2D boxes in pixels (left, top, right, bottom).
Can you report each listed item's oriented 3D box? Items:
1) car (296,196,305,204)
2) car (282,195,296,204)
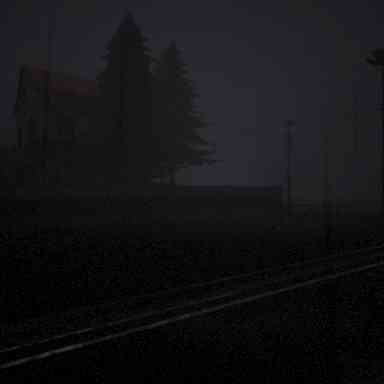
[{"bbox_3d":[16.307,1.212,54.298,1.994,1.385,4.181,-1,0,-36],"label":"car"},{"bbox_3d":[13.362,1.153,52.388,1.882,1.535,5.008,-1,0,-36],"label":"car"}]
